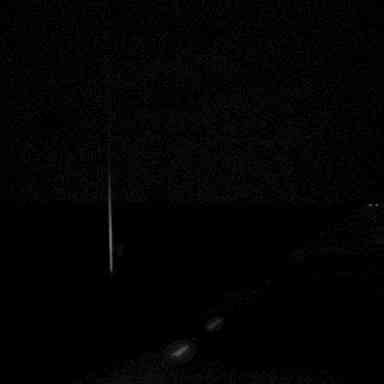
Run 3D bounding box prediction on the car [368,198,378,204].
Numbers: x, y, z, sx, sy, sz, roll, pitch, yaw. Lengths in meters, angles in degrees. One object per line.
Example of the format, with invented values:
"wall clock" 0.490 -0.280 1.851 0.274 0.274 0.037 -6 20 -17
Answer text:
"car" 38.293 1.892 70.181 2.033 1.411 5.357 -2 -2 29
